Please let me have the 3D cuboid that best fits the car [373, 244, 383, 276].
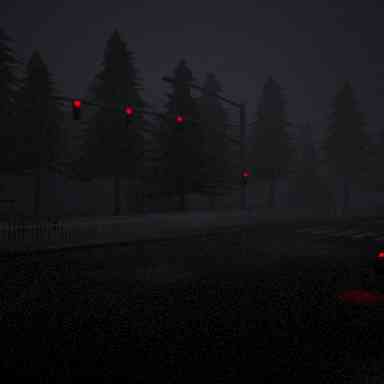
[{"bbox_3d":[6.755,1.497,8.558,5.357,1.411,2.033,0,0,-36],"label":"car"}]
